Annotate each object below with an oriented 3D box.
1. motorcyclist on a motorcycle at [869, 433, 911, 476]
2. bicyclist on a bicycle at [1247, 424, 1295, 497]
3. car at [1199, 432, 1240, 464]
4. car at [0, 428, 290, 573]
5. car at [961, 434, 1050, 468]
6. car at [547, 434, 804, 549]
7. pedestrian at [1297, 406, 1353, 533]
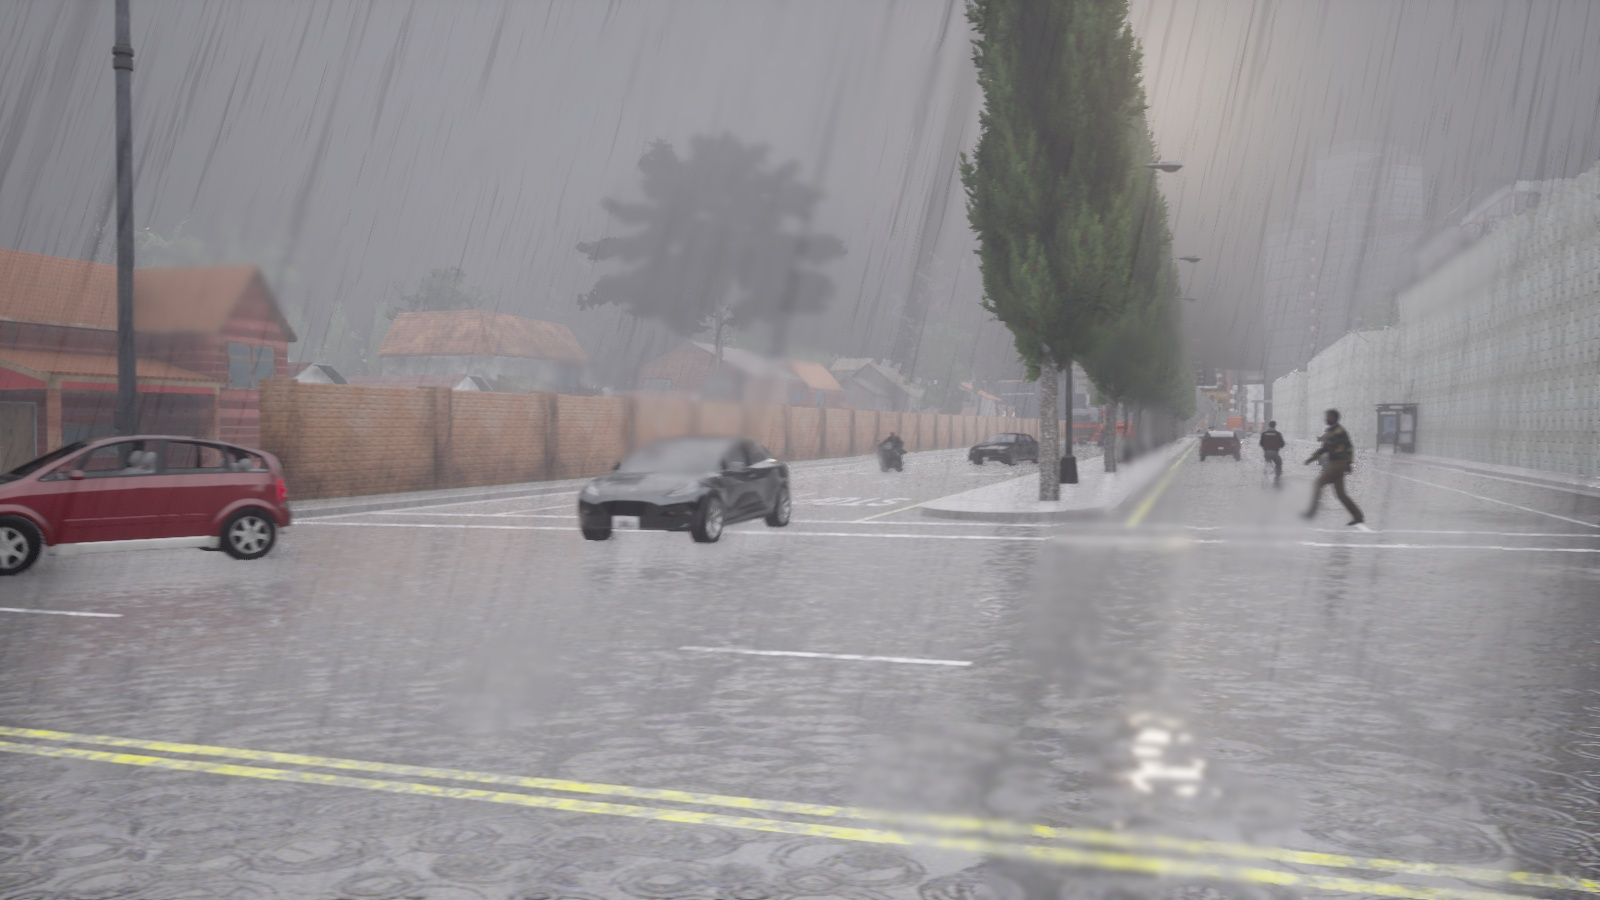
[{"bbox_3d":[3.269,0.145,45.528,0.866,1.530,2.191,1,1,22],"label":"motorcyclist on a motorcycle"},{"bbox_3d":[11.746,0.241,31.272,0.659,1.776,1.843,1,1,35],"label":"bicyclist on a bicycle"},{"bbox_3d":[20.954,-0.123,62.812,1.882,1.535,5.008,1,1,18],"label":"car"},{"bbox_3d":[-8.321,0.531,15.088,3.705,1.549,1.789,-1,2,-39],"label":"car"},{"bbox_3d":[9.196,0.014,55.874,2.033,1.411,5.357,1,1,31],"label":"car"},{"bbox_3d":[-1.699,0.514,19.138,2.163,1.488,4.792,1,1,18],"label":"car"},{"bbox_3d":[8.054,0.293,19.273,0.692,1.930,0.395,0,1,8],"label":"pedestrian"}]
